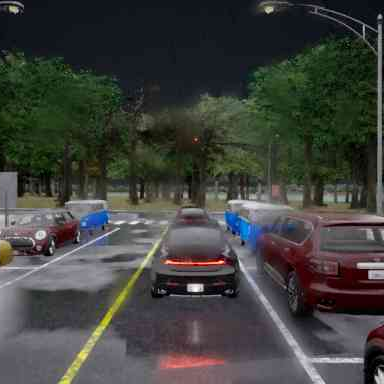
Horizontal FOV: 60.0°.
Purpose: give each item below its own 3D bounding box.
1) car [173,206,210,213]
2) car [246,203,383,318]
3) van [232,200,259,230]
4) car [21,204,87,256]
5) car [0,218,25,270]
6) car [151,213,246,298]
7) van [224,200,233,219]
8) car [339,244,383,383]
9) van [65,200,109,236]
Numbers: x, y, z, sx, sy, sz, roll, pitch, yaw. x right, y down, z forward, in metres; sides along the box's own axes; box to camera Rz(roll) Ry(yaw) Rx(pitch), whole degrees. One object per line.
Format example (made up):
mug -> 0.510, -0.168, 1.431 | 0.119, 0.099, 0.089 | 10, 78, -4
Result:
car -> 0.002, 1.506, 17.914 | 1.837, 1.490, 4.892 | 0, 0, -1
car -> 2.758, 1.315, 7.339 | 2.192, 1.841, 5.009 | 0, 0, 0
van -> 2.755, 1.342, 12.776 | 1.690, 1.788, 3.998 | 0, 0, 0
car -> -5.770, 1.441, 12.771 | 1.967, 1.590, 4.097 | 0, 0, 0
car -> -5.767, 1.525, 7.164 | 1.752, 1.417, 4.829 | 0, 0, 0
car -> 0.073, 1.505, 8.510 | 1.837, 1.490, 4.892 | 0, 0, 0
van -> 2.752, 1.342, 18.214 | 1.690, 1.788, 3.998 | 0, 0, 0
car -> 2.762, 1.440, 1.901 | 1.967, 1.590, 4.097 | 0, 0, 0
van -> -5.773, 1.342, 18.209 | 1.690, 1.788, 3.998 | 0, 0, 0
